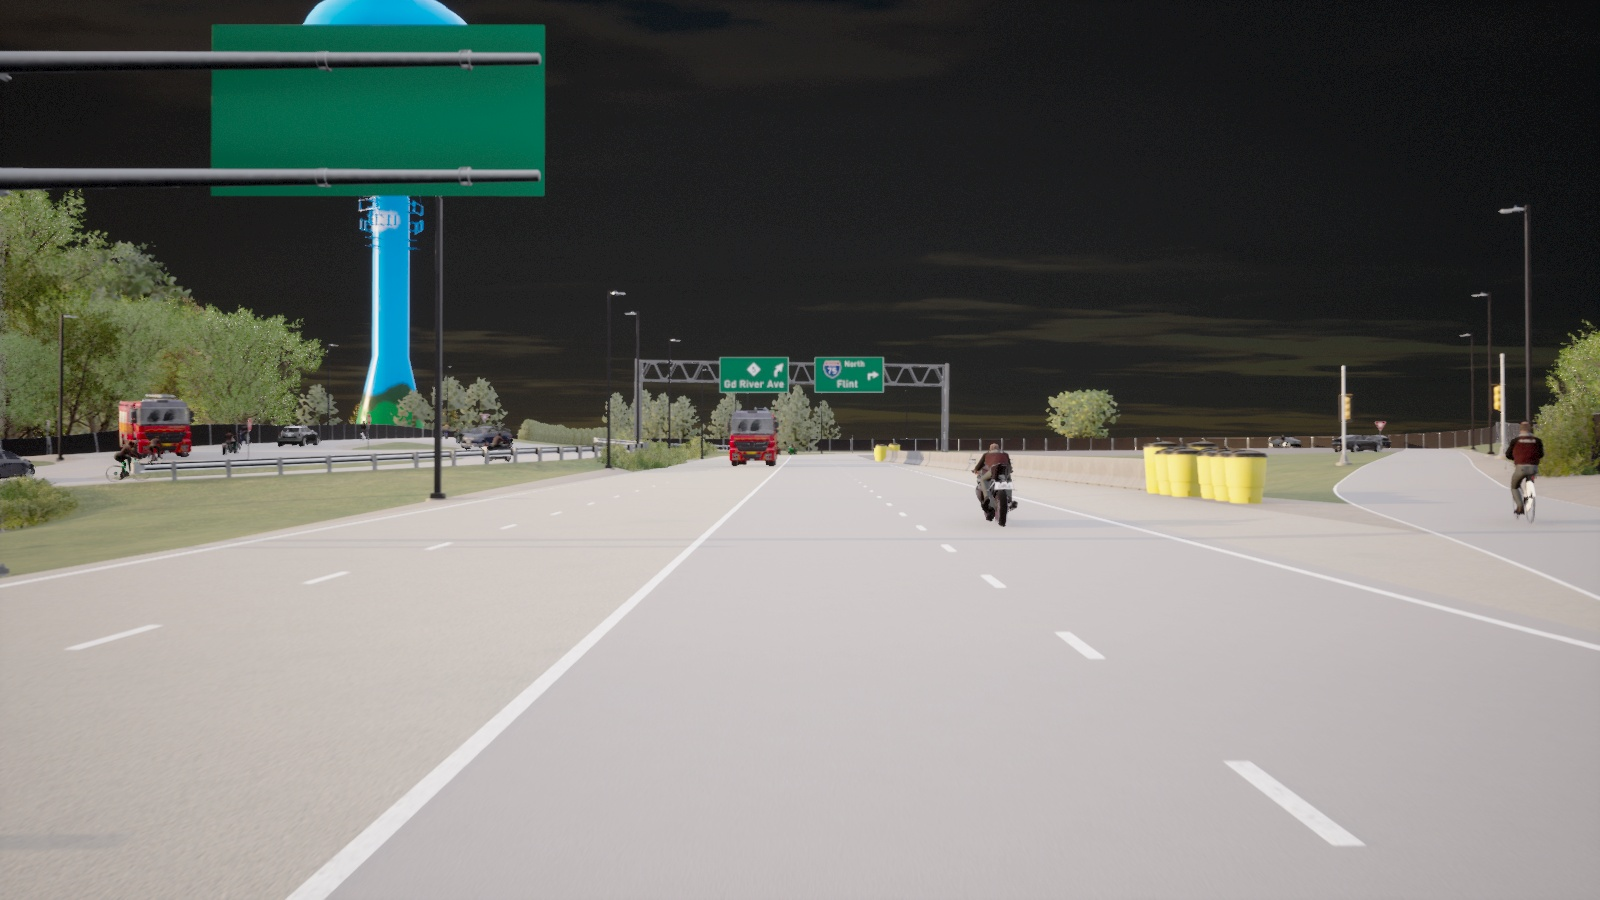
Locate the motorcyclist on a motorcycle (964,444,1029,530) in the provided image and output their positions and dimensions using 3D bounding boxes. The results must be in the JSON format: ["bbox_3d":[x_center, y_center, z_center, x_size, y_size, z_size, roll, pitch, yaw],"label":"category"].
[{"bbox_3d":[3.649,0.662,23.502,0.866,1.530,2.191,0,0,0],"label":"motorcyclist on a motorcycle"}]

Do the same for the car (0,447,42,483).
[{"bbox_3d":[-36.505,0.679,57.080,1.845,1.501,3.633,0,2,0],"label":"car"}]

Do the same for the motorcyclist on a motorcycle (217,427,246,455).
[{"bbox_3d":[-36.203,-0.571,79.979,0.766,1.649,2.350,0,3,-2],"label":"motorcyclist on a motorcycle"}]

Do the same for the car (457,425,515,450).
[{"bbox_3d":[-21.356,-0.855,85.438,1.789,1.549,3.705,2,3,28],"label":"car"}]

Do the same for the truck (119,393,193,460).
[{"bbox_3d":[-40.121,-1.589,78.078,2.891,3.827,8.468,-2,4,-35],"label":"truck"}]

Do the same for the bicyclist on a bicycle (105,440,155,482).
[{"bbox_3d":[-27.171,0.431,50.905,1.656,1.620,0.582,-2,0,-38],"label":"bicyclist on a bicycle"}]

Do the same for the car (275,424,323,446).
[{"bbox_3d":[-36.691,-1.118,92.098,1.970,1.475,3.806,0,2,0],"label":"car"}]

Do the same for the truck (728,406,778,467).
[{"bbox_3d":[-3.011,-0.873,82.866,2.891,3.827,8.468,0,0,0],"label":"truck"}]

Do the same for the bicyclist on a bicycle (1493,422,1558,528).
[{"bbox_3d":[12.672,0.409,21.976,0.659,1.776,1.843,0,1,20],"label":"bicyclist on a bicycle"}]

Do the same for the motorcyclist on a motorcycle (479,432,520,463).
[{"bbox_3d":[-15.150,-0.142,63.390,0.797,1.523,2.044,-1,1,27],"label":"motorcyclist on a motorcycle"}]
